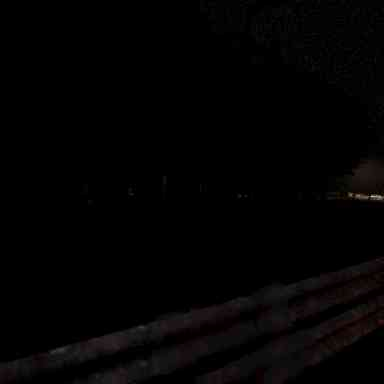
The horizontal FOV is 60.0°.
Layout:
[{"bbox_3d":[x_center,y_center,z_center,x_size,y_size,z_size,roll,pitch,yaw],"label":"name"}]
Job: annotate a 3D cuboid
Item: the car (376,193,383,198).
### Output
[{"bbox_3d":[37.621,0.862,66.404,1.895,1.301,4.718,0,1,17],"label":"car"}]
